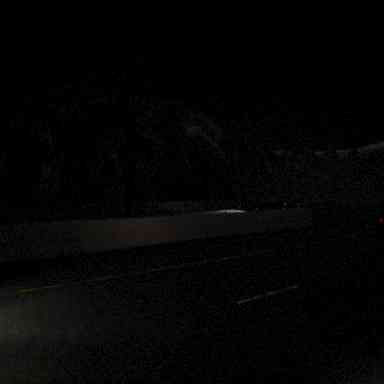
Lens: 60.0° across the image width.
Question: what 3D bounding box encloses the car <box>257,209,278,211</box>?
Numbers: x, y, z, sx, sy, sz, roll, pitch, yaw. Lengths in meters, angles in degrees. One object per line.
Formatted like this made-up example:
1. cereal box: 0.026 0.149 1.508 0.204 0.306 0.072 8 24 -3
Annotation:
1. car: 9.582 1.510 39.877 5.008 1.535 1.882 0 0 -44

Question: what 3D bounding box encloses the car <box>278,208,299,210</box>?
1. car: 12.186 1.380 37.523 4.553 1.767 2.097 0 0 -44

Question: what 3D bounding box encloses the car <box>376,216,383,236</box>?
1. car: 11.425 1.572 17.558 4.181 1.385 1.994 0 0 -41

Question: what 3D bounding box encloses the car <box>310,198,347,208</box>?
1. car: 14.655 1.514 35.040 4.902 1.511 2.128 0 0 -44
